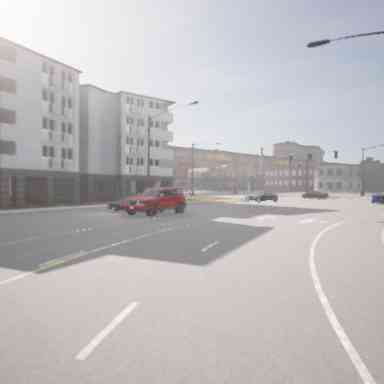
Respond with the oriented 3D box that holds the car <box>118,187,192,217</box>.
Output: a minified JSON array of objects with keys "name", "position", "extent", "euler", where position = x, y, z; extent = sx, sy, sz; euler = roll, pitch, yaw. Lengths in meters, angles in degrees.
[{"name":"car","position":[-2.589,0.673,24.945],"extent":[2.150,2.045,5.566],"euler":[1,1,34]}]

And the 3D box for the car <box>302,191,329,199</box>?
[{"name":"car","position":[21.383,0.507,57.835],"extent":[1.812,1.442,4.674],"euler":[-1,2,-41]}]

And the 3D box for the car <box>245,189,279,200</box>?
[{"name":"car","position":[7.733,0.442,36.512],"extent":[4.674,1.442,1.812],"euler":[0,2,-40]}]

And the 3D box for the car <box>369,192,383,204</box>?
[{"name":"car","position":[24.756,0.758,44.056],"extent":[1.882,1.535,5.008],"euler":[1,2,24]}]

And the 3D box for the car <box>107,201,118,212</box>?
[{"name":"car","position":[-4.623,0.913,28.182],"extent":[2.033,1.411,5.357],"euler":[1,1,35]}]
